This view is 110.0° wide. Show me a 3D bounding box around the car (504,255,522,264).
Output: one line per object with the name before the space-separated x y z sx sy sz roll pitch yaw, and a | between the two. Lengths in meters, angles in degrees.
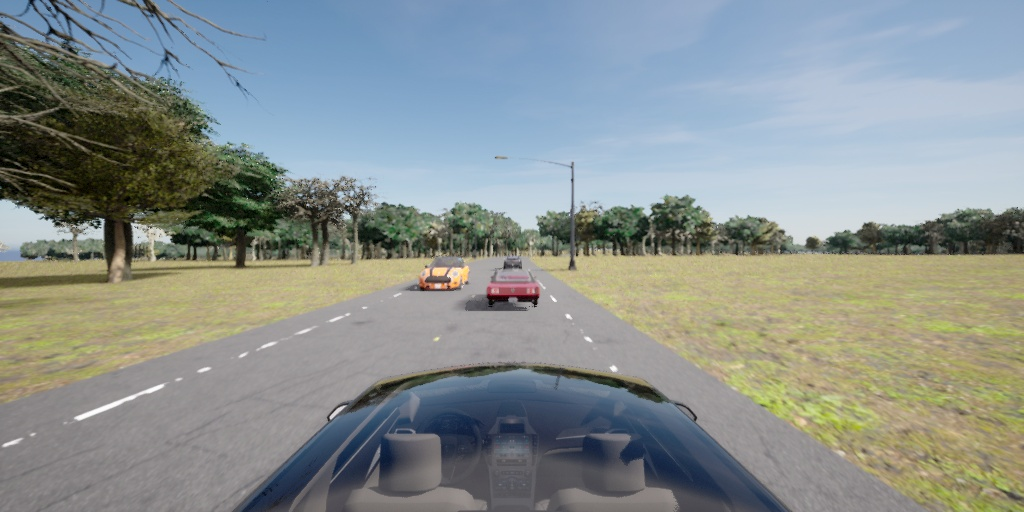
car | 0.091 0.632 38.624 2.128 1.511 4.902 0 1 0

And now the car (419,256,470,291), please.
car | -3.549 0.838 19.502 2.097 1.767 4.553 0 1 0

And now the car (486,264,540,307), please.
car | 0.052 1.177 14.380 1.895 1.301 4.718 0 1 0
